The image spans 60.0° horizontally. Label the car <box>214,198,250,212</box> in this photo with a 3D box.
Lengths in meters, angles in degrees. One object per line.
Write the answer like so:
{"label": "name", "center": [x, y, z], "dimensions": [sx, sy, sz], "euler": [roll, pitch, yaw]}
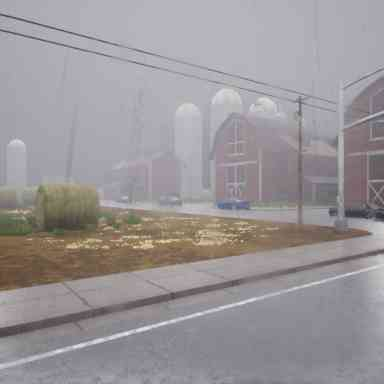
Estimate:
{"label": "car", "center": [4.647, 1.451, 39.174], "dimensions": [1.882, 1.535, 5.008], "euler": [0, 0, -36]}

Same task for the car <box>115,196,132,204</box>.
{"label": "car", "center": [-12.978, 1.499, 62.963], "dimensions": [1.812, 1.442, 4.674], "euler": [0, 0, -36]}

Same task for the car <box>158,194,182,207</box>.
{"label": "car", "center": [-3.248, 1.446, 49.790], "dimensions": [1.812, 1.442, 4.674], "euler": [-1, 1, -36]}

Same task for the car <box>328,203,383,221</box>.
{"label": "car", "center": [13.635, 1.573, 27.044], "dimensions": [1.895, 1.301, 4.718], "euler": [0, 0, -36]}
